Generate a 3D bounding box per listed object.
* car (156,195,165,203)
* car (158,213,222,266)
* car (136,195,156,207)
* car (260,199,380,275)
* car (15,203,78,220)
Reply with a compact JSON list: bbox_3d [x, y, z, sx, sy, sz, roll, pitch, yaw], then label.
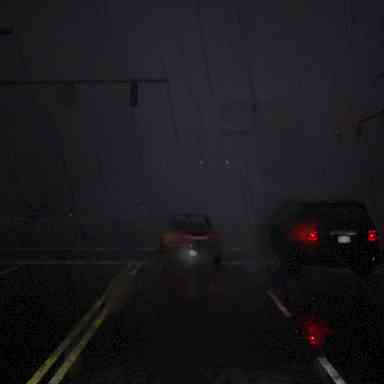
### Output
[{"bbox_3d":[-7.020,1.566,65.701,1.895,1.301,4.718,0,0,0],"label":"car"},{"bbox_3d":[-0.151,1.486,11.528,2.128,1.511,4.902,0,0,-4],"label":"car"},{"bbox_3d":[-7.081,1.326,50.289,2.097,1.767,4.553,0,0,0],"label":"car"},{"bbox_3d":[3.672,1.216,10.578,2.150,2.045,5.566,0,0,1],"label":"car"},{"bbox_3d":[-12.087,1.586,27.534,4.718,1.301,1.895,0,0,12],"label":"car"}]
